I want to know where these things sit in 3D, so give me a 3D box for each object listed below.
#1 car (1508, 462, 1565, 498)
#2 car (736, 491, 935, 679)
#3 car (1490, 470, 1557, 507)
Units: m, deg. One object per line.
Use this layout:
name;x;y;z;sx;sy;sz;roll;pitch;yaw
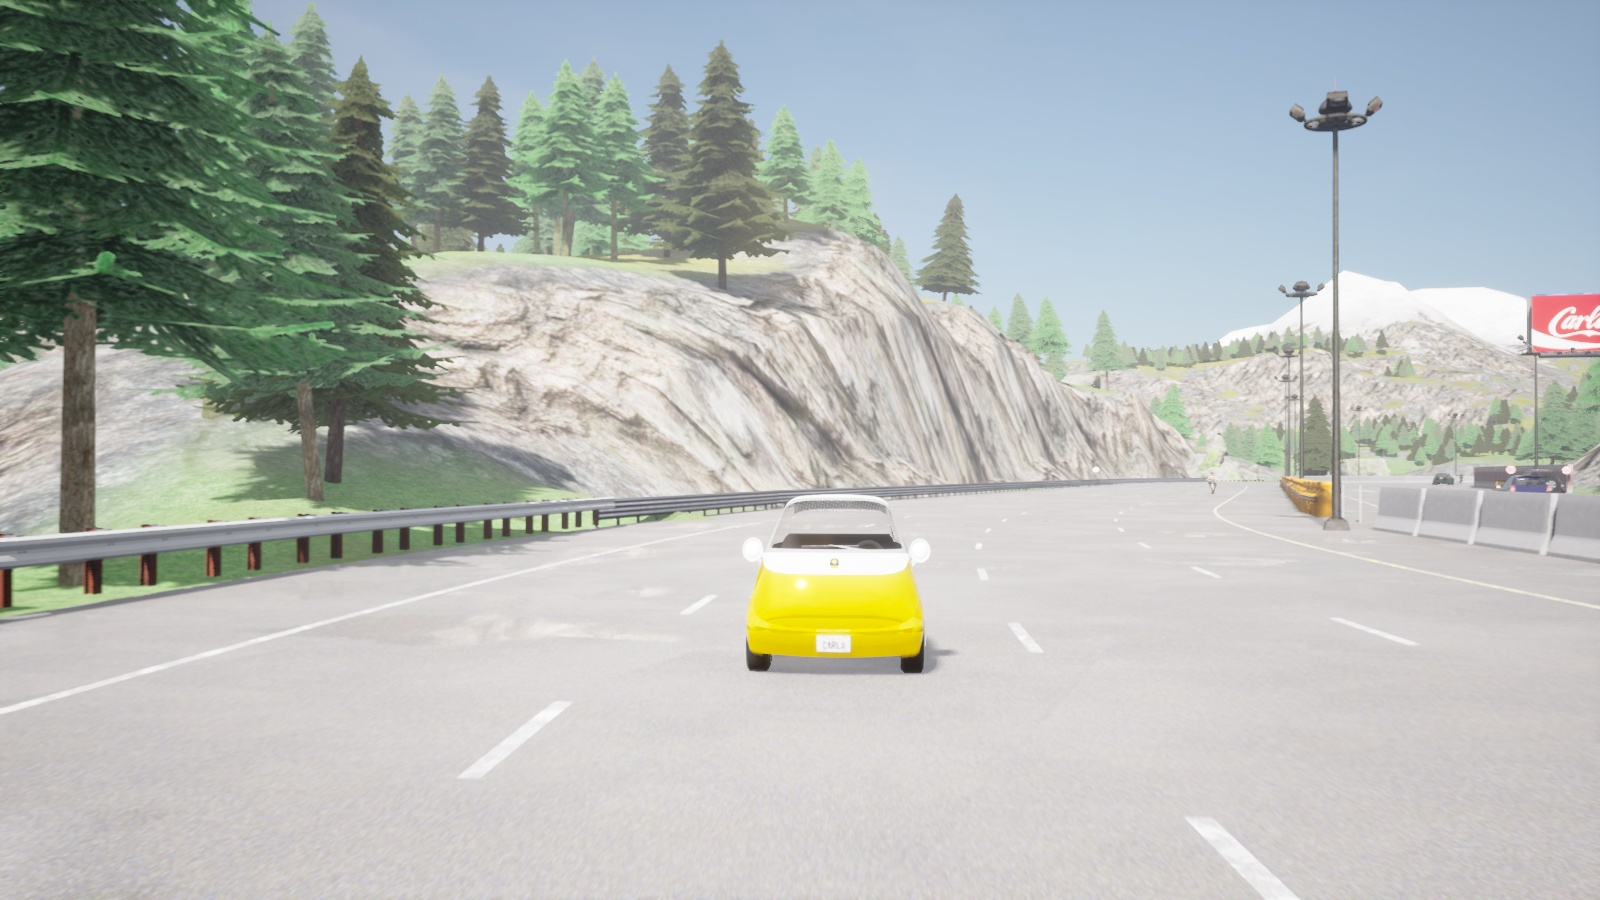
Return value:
car;40.126;1.621;68.499;1.932;1.855;4.605;-1;-1;21
car;0.328;1.044;10.489;1.481;1.376;2.207;0;-1;4
car;30.671;1.602;53.316;1.845;1.501;3.633;-1;-1;20
